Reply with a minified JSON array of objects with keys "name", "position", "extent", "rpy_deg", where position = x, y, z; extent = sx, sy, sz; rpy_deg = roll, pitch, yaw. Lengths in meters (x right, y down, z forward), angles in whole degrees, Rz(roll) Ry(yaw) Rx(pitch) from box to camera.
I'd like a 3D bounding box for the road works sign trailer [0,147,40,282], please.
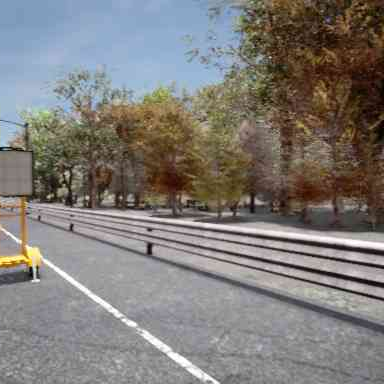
[{"name":"road works sign trailer","position":[-5.649,0.543,9.107],"extent":[2.380,3.560,2.880],"rpy_deg":[-1,0,-34]}]
